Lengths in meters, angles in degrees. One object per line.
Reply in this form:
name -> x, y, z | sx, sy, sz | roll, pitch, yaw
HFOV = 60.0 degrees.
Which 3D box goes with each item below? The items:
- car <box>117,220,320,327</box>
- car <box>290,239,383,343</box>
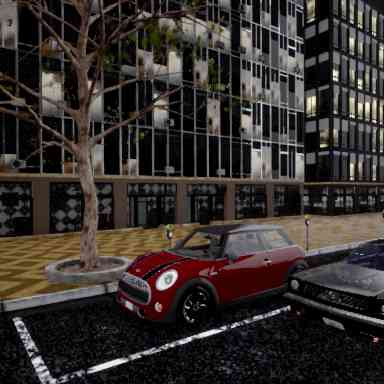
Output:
car -> 0.528, 1.439, 6.938 | 4.097, 1.590, 1.967 | 0, 0, -35
car -> 3.847, 1.600, 6.119 | 4.718, 1.301, 1.895 | 0, 0, -35
